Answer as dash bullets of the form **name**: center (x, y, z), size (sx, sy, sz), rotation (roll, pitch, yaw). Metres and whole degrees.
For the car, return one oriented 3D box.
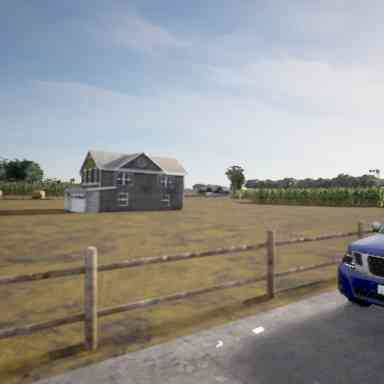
- **car**: center (5.367, 1.223, 6.901), size (5.566, 2.045, 2.150), rotation (0, 0, -36)
